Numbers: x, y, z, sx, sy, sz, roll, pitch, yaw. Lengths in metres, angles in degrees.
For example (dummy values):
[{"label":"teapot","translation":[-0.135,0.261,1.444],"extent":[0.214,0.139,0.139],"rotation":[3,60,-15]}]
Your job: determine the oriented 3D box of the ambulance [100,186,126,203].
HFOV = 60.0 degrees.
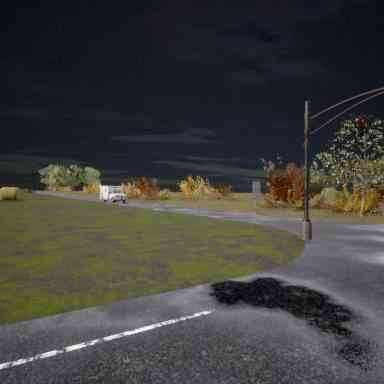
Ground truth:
[{"label":"ambulance","translation":[-11.882,0.341,50.062],"extent":[2.351,2.431,6.366],"rotation":[2,0,-32]}]
